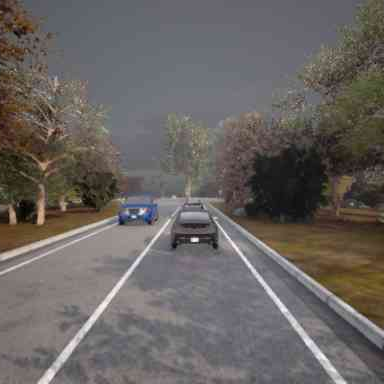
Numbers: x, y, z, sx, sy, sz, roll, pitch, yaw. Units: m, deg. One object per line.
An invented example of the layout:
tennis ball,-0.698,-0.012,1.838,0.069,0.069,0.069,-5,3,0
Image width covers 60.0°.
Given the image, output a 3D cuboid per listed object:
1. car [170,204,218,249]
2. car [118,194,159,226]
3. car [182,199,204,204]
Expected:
car,0.101,1.481,14.502,1.837,1.490,4.892,0,0,0
car,-3.599,1.174,23.323,2.150,2.045,5.566,0,0,0
car,0.102,1.419,31.158,2.128,1.511,4.902,0,0,0
